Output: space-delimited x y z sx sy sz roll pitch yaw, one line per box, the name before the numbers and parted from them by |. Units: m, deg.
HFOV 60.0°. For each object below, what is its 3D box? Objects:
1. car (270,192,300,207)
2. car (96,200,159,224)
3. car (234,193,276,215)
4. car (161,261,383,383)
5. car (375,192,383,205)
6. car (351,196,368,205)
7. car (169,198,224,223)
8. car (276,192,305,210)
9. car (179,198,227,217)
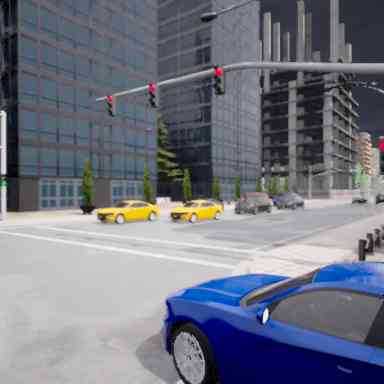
car | 13.384 1.040 47.637 2.150 2.045 5.566 0 0 37
car | -4.516 1.378 23.931 1.882 1.535 5.008 0 0 37
car | 5.862 1.218 31.884 2.097 1.767 4.553 0 0 37
car | 1.780 1.464 3.296 5.008 1.535 1.882 1 1 43
car | 30.350 1.002 52.447 2.150 2.045 5.566 0 0 37
car | 27.494 1.381 54.477 1.895 1.301 4.718 0 0 37
car | 0.352 1.368 24.568 1.882 1.535 5.008 0 0 37
car | 11.820 1.191 39.781 2.097 1.767 4.553 0 0 37
car | 1.141 1.366 31.434 2.128 1.511 4.902 0 0 37
